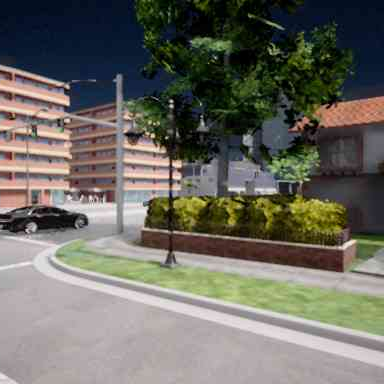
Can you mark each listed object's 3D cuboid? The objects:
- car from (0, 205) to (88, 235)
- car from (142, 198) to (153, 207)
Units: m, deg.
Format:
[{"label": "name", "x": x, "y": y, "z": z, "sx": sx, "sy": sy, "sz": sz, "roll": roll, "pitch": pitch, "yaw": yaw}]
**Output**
[{"label": "car", "x": -8.203, "y": 1.499, "z": 18.824, "sx": 1.837, "sy": 1.490, "sz": 4.892, "roll": 0, "pitch": 0, "yaw": 36}, {"label": "car", "x": -5.347, "y": 1.515, "z": 48.431, "sx": 1.994, "sy": 1.385, "sz": 4.181, "roll": 0, "pitch": 0, "yaw": 36}]
